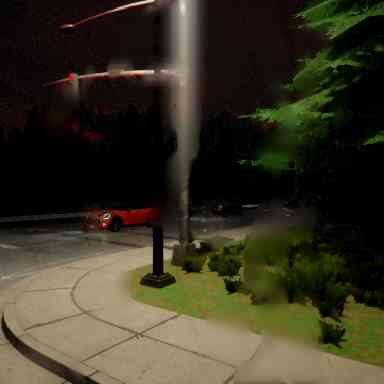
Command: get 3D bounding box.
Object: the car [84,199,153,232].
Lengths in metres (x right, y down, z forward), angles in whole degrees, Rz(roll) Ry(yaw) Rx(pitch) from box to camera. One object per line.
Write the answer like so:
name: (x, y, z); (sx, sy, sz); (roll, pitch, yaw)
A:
car: (-4.223, 1.325, 20.087); (2.097, 1.767, 4.553); (0, 0, 35)

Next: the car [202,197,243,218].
car: (2.837, 1.325, 30.286); (2.097, 1.767, 4.553); (0, 0, 35)

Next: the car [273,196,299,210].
car: (12.323, 1.325, 43.526); (2.097, 1.767, 4.553); (0, 0, 37)

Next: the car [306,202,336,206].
car: (16.413, 1.195, 42.900); (2.150, 2.045, 5.566); (0, 0, 36)
